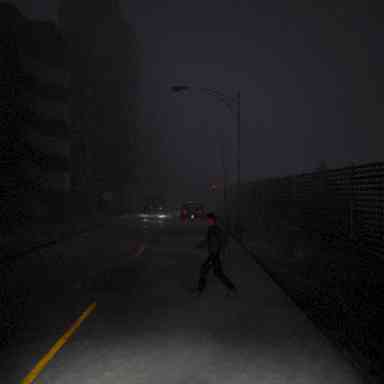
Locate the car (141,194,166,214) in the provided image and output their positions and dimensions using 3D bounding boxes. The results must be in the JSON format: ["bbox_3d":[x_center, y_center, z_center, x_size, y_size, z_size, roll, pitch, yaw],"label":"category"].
[{"bbox_3d":[-4.077,1.214,36.235,2.150,2.045,5.566,0,0,0],"label":"car"}]

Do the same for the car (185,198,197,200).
[{"bbox_3d":[-0.161,1.481,42.538,2.128,1.511,4.902,0,0,-3],"label":"car"}]

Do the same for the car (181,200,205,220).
[{"bbox_3d":[0.063,1.594,28.050,1.895,1.301,4.718,0,0,0],"label":"car"}]

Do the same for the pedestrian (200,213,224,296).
[{"bbox_3d":[0.423,1.292,6.987,0.375,1.860,0.375,0,0,0],"label":"pedestrian"}]
